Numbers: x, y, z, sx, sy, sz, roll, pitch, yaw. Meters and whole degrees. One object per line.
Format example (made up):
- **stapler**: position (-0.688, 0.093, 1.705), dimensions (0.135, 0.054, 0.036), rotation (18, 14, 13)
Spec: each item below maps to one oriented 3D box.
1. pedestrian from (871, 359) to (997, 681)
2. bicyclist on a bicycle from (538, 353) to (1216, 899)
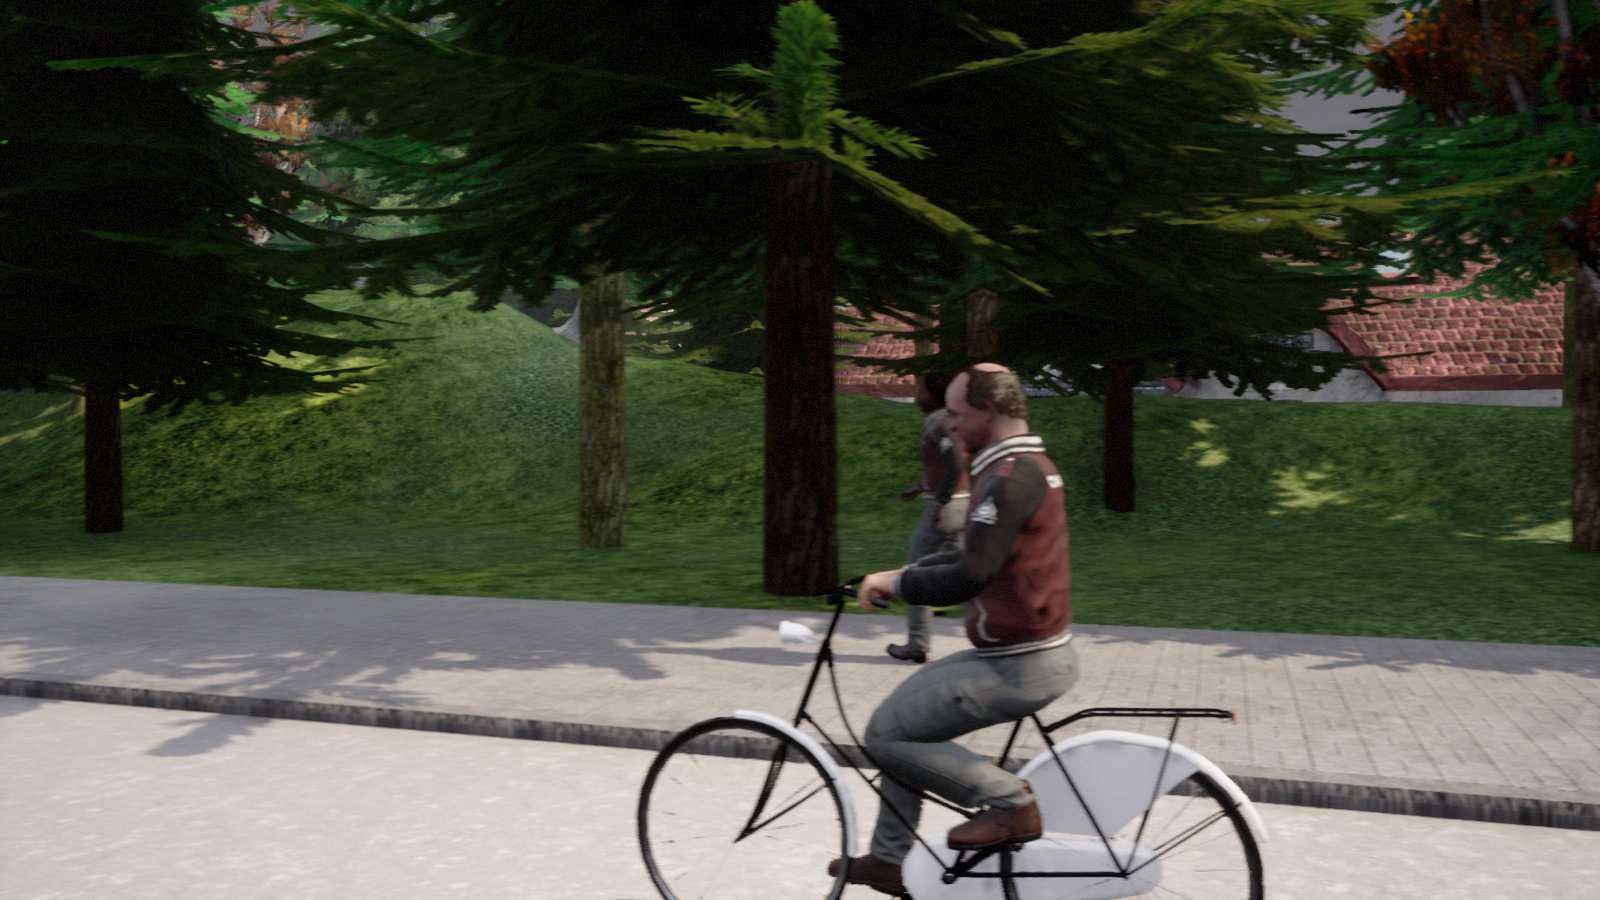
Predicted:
- **pedestrian**: position (0.838, 0.414, 7.844), dimensions (0.666, 1.930, 0.402), rotation (1, 1, 30)
- **bicyclist on a bicycle**: position (0.225, 0.640, 3.643), dimensions (1.843, 1.776, 0.659), rotation (1, 1, 19)
